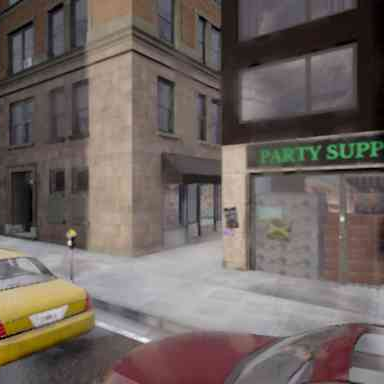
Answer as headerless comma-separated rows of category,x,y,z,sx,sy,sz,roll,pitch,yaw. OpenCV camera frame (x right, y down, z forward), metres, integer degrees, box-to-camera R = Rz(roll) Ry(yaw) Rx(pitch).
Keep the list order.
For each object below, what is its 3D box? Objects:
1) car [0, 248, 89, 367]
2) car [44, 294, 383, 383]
car,-3.640,1.486,5.453,4.829,1.417,1.752,0,0,36
car,1.116,1.581,2.059,4.206,1.307,1.802,0,0,36
